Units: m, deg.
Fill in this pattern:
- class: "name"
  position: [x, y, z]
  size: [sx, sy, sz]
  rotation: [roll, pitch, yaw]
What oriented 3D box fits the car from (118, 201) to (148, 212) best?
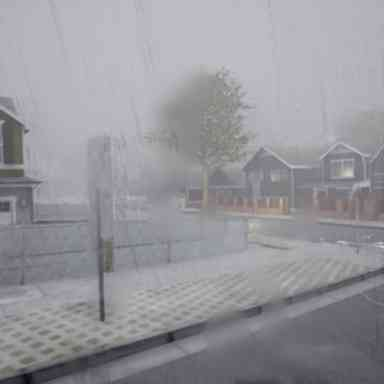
- class: "car"
  position: [-6.955, 1.763, 38.347]
  size: [2.033, 1.411, 5.357]
  rotation: [-3, 1, -32]
